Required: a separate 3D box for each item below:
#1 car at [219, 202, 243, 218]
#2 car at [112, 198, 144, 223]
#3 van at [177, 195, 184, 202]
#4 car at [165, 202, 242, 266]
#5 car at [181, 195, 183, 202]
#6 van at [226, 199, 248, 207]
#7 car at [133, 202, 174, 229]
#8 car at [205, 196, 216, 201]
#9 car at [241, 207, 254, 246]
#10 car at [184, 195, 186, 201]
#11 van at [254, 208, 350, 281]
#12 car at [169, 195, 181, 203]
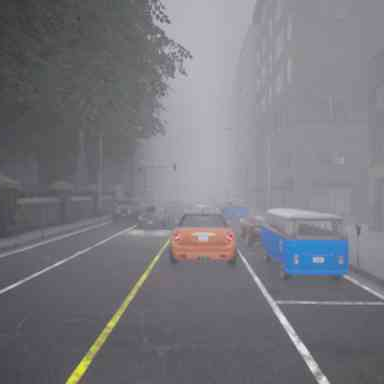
[{"bbox_3d":[3.691,1.743,32.478,1.947,1.339,4.313,0,0,2],"label":"car"},{"bbox_3d":[-4.981,1.425,27.006,2.192,1.841,5.009,0,0,2],"label":"car"},{"bbox_3d":[-3.247,1.744,92.475,1.690,1.788,3.998,0,0,2],"label":"van"},{"bbox_3d":[0.392,1.417,12.027,2.097,1.767,4.553,0,0,2],"label":"car"},{"bbox_3d":[-3.680,1.873,76.127,2.008,1.369,4.403,0,0,2],"label":"car"},{"bbox_3d":[3.542,1.493,26.820,1.690,1.788,3.998,0,0,2],"label":"van"},{"bbox_3d":[-2.510,1.629,22.929,1.812,1.442,4.674,0,0,2],"label":"car"},{"bbox_3d":[5.131,1.857,86.835,1.967,1.590,4.097,0,0,2],"label":"car"},{"bbox_3d":[3.241,1.641,15.503,1.887,1.381,4.507,0,0,2],"label":"car"},{"bbox_3d":[-3.392,1.920,87.025,1.887,1.381,4.507,0,0,2],"label":"car"},{"bbox_3d":[3.091,1.409,9.845,1.690,1.788,3.998,0,0,2],"label":"van"},{"bbox_3d":[-3.829,1.822,70.509,1.752,1.417,4.829,0,0,2],"label":"car"}]
